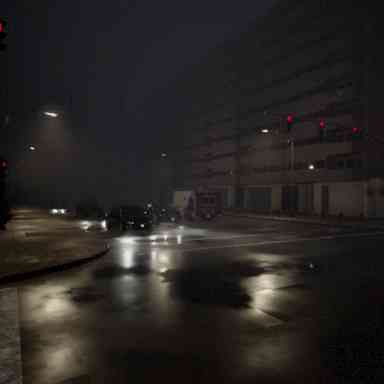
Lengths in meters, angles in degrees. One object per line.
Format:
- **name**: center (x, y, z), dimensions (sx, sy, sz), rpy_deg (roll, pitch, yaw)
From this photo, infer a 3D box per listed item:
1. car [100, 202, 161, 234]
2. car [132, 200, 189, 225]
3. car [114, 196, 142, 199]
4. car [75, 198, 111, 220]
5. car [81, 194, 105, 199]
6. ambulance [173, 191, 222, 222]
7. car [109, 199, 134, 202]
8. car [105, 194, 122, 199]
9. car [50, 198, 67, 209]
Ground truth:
- **car**: center (-3.833, 1.568, 20.010), dimensions (1.837, 1.490, 4.892), rpy_deg (1, 0, -29)
- **car**: center (-2.487, 1.593, 24.812), dimensions (2.128, 1.511, 4.902), rpy_deg (1, 0, -29)
- **car**: center (-10.446, 1.790, 53.854), dimensions (2.033, 1.411, 5.357), rpy_deg (1, 0, -28)
- **car**: center (-8.987, 1.571, 29.306), dimensions (1.882, 1.535, 5.008), rpy_deg (1, -1, -29)
- **car**: center (-13.964, 1.382, 45.514), dimensions (2.150, 2.045, 5.566), rpy_deg (1, 1, -29)
- **ambulance**: center (-0.127, 1.168, 27.968), dimensions (2.351, 2.431, 6.366), rpy_deg (1, 0, -29)
- **car**: center (-6.876, 1.691, 32.738), dimensions (1.994, 1.385, 4.181), rpy_deg (1, 0, -28)
- **car**: center (-15.440, 1.492, 62.748), dimensions (2.150, 2.045, 5.566), rpy_deg (1, 0, -29)
- **car**: center (-19.408, 1.646, 48.167), dimensions (2.128, 1.511, 4.902), rpy_deg (1, 0, -29)
